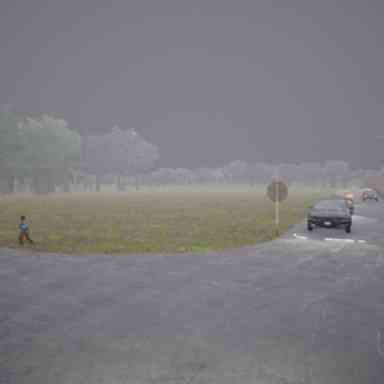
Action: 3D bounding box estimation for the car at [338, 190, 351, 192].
[{"bbox_3d":[17.634,0.548,38.546,1.882,1.535,5.008,0,1,26],"label":"car"}]

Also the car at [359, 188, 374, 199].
[{"bbox_3d":[28.020,0.183,53.486,1.882,1.535,5.008,0,1,26],"label":"car"}]

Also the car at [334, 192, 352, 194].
[{"bbox_3d":[11.427,0.937,25.889,1.994,1.385,4.181,0,1,25],"label":"car"}]

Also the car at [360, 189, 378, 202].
[{"bbox_3d":[23.452,0.481,43.850,2.033,1.411,5.357,0,1,26],"label":"car"}]

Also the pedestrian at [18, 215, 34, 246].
[{"bbox_3d":[-5.850,1.367,11.692,0.500,1.100,0.500,0,3,26],"label":"pedestrian"}]

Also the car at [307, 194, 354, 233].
[{"bbox_3d":[7.095,1.065,16.970,1.882,1.535,5.008,0,1,26],"label":"car"}]
